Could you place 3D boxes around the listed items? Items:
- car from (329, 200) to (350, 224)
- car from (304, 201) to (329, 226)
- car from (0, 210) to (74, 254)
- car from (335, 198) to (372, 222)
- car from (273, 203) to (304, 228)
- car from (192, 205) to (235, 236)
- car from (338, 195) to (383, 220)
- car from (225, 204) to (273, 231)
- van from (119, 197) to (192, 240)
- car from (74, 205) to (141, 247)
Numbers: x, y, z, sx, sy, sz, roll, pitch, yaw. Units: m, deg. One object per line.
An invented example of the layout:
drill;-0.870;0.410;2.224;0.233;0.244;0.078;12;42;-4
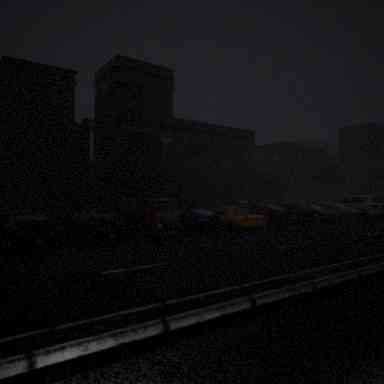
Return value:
car;8.873;1.562;24.931;2.002;1.452;4.674;0;0;-36
car;6.615;1.544;23.350;2.163;1.488;4.792;0;0;-36
car;-6.824;1.492;13.705;2.231;1.521;4.892;0;0;-36
car;11.116;1.531;26.536;2.097;1.535;5.008;0;0;-36
car;4.392;1.509;21.718;2.231;1.521;4.892;0;0;-36
car;-0.097;1.537;18.515;2.002;1.452;4.674;0;0;-36
car;13.346;1.290;28.157;2.435;2.045;5.566;0;0;-36
car;2.038;1.499;20.272;1.946;1.575;5.366;0;0;-36
van;-2.173;1.269;16.891;1.878;1.987;4.442;0;0;-36
car;-4.582;1.493;15.307;2.231;1.521;4.892;0;0;-36
